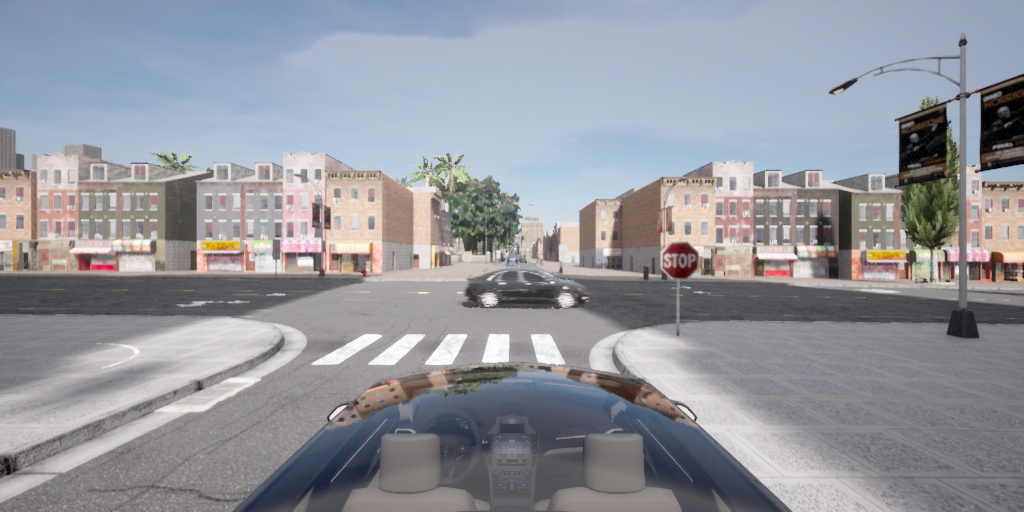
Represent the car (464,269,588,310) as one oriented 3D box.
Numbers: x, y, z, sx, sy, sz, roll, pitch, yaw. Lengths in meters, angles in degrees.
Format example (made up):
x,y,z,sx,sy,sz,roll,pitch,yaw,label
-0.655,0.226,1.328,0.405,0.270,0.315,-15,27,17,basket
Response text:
x,y,z,sx,sy,sz,roll,pitch,yaw,label
0.552,1.262,14.265,4.892,1.490,1.837,1,0,0,car
